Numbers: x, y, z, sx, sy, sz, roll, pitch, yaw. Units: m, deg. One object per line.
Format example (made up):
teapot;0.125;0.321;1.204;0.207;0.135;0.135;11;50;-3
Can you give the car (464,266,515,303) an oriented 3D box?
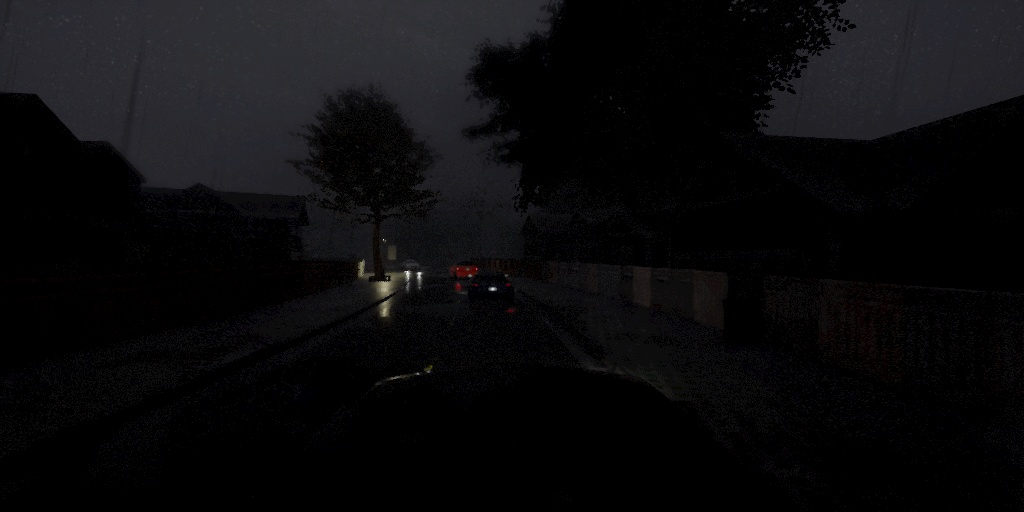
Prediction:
car;-1.064;1.324;16.657;1.994;1.385;4.181;0;0;-8

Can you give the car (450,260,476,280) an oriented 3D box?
car;-4.227;1.113;31.475;2.097;1.767;4.553;0;0;-16

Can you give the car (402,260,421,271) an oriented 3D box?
car;-13.648;1.255;48.221;1.812;1.442;4.674;0;0;-26
